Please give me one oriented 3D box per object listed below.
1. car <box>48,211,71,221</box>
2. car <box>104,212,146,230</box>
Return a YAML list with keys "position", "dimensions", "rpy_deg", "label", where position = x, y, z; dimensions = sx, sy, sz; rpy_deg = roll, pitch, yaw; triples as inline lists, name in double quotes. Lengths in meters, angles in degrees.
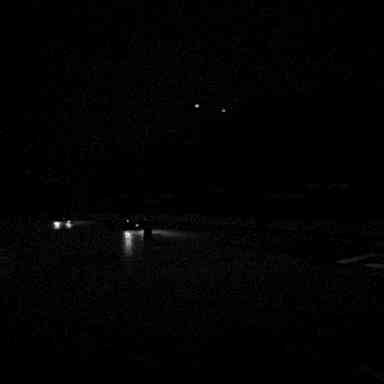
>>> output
- position: [-17.636, 3.171, 44.195]
  dimensions: [1.895, 1.301, 4.718]
  rpy_deg: [-1, -2, -36]
  label: "car"
- position: [-5.424, 2.307, 26.932]
  dimensions: [1.895, 1.301, 4.718]
  rpy_deg: [-1, -2, -36]
  label: "car"
